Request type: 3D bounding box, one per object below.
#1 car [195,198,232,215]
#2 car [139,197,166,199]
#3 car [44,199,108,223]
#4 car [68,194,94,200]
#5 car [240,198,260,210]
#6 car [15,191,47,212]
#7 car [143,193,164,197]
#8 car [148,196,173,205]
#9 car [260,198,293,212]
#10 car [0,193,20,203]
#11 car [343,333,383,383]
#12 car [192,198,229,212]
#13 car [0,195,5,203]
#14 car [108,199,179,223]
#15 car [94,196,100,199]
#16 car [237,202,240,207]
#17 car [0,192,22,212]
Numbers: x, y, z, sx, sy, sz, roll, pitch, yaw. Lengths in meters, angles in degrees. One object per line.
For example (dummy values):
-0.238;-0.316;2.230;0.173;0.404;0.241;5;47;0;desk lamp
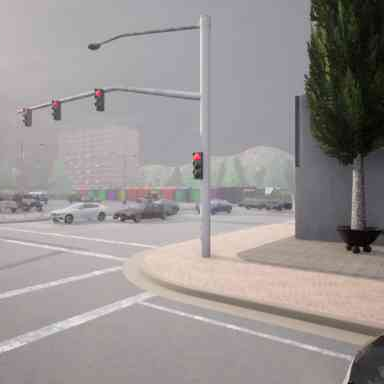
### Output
2.460;1.526;34.535;1.812;1.442;4.674;0;0;37;car
-3.136;1.526;32.879;1.812;1.442;4.674;0;0;37;car
-8.523;1.526;25.537;1.812;1.442;4.674;0;0;38;car
-21.211;1.153;62.604;4.605;1.855;1.932;0;0;35;car
8.756;1.547;42.974;2.033;1.411;5.357;0;0;37;car
-18.181;1.156;36.463;3.866;1.878;1.905;0;0;35;car
-6.889;1.156;52.513;3.866;1.878;1.905;0;0;35;car
-5.210;1.395;54.872;3.806;1.475;1.970;0;0;35;car
10.243;1.491;38.804;2.128;1.511;4.902;0;0;37;car
-36.716;1.153;66.760;4.605;1.855;1.932;0;0;35;car
3.375;1.492;1.558;4.902;1.511;2.128;0;0;36;car
2.341;1.491;40.240;2.128;1.511;4.902;0;0;37;car
-38.223;1.364;64.539;3.905;1.438;1.784;0;0;35;car
-3.685;1.547;26.272;2.033;1.411;5.357;0;0;36;car
-19.488;1.364;64.933;3.905;1.438;1.784;0;0;35;car
8.680;1.547;48.682;2.033;1.411;5.357;0;0;37;car
-19.895;1.153;34.131;4.605;1.855;1.932;0;0;35;car
